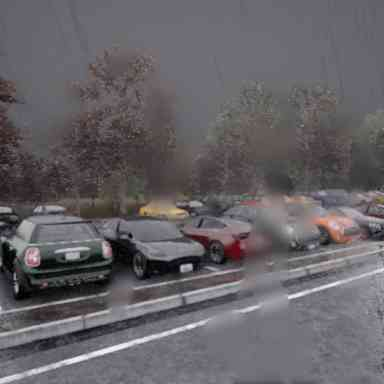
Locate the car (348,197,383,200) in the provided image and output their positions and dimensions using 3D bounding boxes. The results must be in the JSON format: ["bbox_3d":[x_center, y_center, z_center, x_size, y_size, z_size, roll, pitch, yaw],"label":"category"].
[{"bbox_3d":[12.178,1.336,20.136,2.097,1.535,5.008,-1,1,-35],"label":"car"}]

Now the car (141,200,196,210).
[{"bbox_3d":[-2.211,1.461,25.814,1.946,1.575,5.366,-1,0,-35],"label":"car"}]

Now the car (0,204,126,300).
[{"bbox_3d":[-3.792,1.399,8.933,2.185,1.767,4.553,0,0,-35],"label":"car"}]

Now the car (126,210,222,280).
[{"bbox_3d":[-1.509,1.552,10.533,2.163,1.488,4.792,0,0,-35],"label":"car"}]

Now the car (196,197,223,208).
[{"bbox_3d":[-0.035,1.429,27.569,2.097,1.535,5.008,-1,1,-35],"label":"car"}]

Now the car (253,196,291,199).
[{"bbox_3d":[6.806,1.149,32.385,2.185,1.767,4.553,-1,1,-35],"label":"car"}]

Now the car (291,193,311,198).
[{"bbox_3d":[9.111,1.206,33.953,2.097,1.535,5.008,-2,1,-35],"label":"car"}]

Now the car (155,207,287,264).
[{"bbox_3d":[0.742,1.543,12.179,2.163,1.488,4.792,0,0,-35],"label":"car"}]

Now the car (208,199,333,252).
[{"bbox_3d":[3.024,1.370,13.777,2.185,1.767,4.553,-1,0,-35],"label":"car"}]

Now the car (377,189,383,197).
[{"bbox_3d":[22.894,0.766,43.607,2.097,1.535,5.008,-2,1,-35],"label":"car"}]

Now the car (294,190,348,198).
[{"bbox_3d":[13.783,0.806,37.192,2.435,2.045,5.566,-2,1,-35],"label":"car"}]

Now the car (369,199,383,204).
[{"bbox_3d":[9.894,1.388,18.537,2.097,1.535,5.008,-1,1,-35],"label":"car"}]

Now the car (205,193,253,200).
[{"bbox_3d":[2.234,1.134,29.183,2.435,2.045,5.566,-1,1,-35],"label":"car"}]

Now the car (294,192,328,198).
[{"bbox_3d":[11.384,1.127,35.776,1.946,1.575,5.366,-2,1,-35],"label":"car"}]

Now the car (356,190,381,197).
[{"bbox_3d":[20.615,0.879,42.009,2.002,1.452,4.674,-2,1,-35],"label":"car"}]

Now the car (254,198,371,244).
[{"bbox_3d":[5.302,1.342,15.371,2.185,1.767,4.553,-1,1,-35],"label":"car"}]

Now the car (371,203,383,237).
[{"bbox_3d":[7.604,1.472,16.946,2.002,1.452,4.674,-1,1,-35],"label":"car"}]

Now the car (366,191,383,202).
[{"bbox_3d":[27.443,0.647,46.816,2.163,1.488,4.792,-2,1,-35],"label":"car"}]

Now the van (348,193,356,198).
[{"bbox_3d":[16.116,0.759,38.716,1.878,1.987,4.442,-2,1,-35],"label":"van"}]

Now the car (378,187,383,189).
[{"bbox_3d":[29.753,0.292,48.363,2.435,2.045,5.566,-2,1,-35],"label":"car"}]
